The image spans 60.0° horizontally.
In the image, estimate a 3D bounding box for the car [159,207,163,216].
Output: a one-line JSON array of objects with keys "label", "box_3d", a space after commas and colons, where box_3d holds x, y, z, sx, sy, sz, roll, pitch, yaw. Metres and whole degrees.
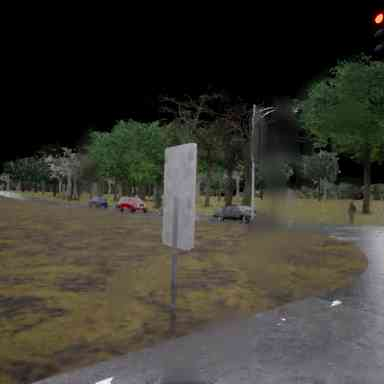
[{"label": "car", "box_3d": [-1.850, 1.928, 35.896, 1.994, 1.385, 4.181, 3, -2, -37]}]

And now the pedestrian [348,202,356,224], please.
[{"label": "pedestrian", "box_3d": [13.352, 1.718, 27.813, 0.375, 1.860, 0.375, 2, -1, -36]}]

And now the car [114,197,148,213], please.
[{"label": "car", "box_3d": [-7.939, 1.681, 44.423, 2.150, 2.045, 5.566, 3, -2, -35]}]

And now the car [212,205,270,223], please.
[{"label": "car", "box_3d": [3.961, 1.793, 27.840, 2.033, 1.411, 5.357, 3, -2, -36]}]

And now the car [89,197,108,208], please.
[{"label": "car", "box_3d": [-18.368, 1.964, 65.221, 2.150, 2.045, 5.566, 3, -2, -36]}]
